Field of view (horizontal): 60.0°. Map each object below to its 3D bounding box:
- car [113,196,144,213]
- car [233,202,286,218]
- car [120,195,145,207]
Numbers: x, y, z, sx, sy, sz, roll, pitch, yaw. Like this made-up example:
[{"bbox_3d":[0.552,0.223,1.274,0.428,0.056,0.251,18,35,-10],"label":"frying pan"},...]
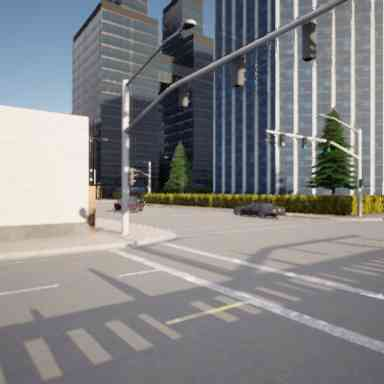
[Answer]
[{"bbox_3d":[-7.316,1.567,37.840,1.882,1.535,5.008,0,0,-35],"label":"car"},{"bbox_3d":[6.209,1.652,31.113,2.033,1.411,5.357,0,0,-36],"label":"car"},{"bbox_3d":[-9.543,1.422,53.133,2.097,1.767,4.553,0,0,-36],"label":"car"}]
